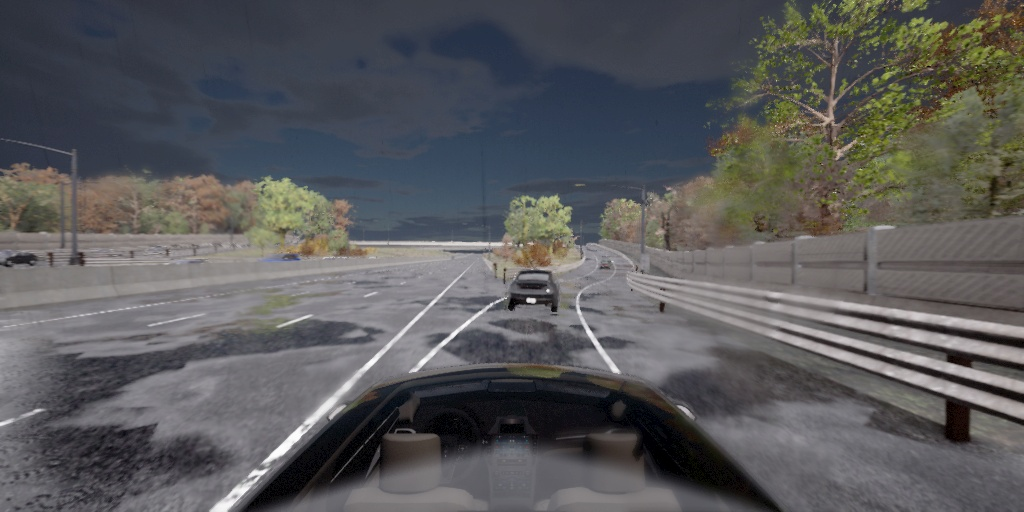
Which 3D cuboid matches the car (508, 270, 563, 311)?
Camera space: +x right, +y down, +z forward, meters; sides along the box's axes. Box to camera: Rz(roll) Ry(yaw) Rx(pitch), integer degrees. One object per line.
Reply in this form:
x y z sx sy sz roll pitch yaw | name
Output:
1.038 1.319 14.813 1.837 1.490 4.892 1 0 9 | car

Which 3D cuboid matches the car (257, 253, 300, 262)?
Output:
-24.661 0.738 38.035 2.150 2.045 5.566 1 0 -5 | car

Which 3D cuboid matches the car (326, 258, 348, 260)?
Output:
-26.077 1.000 55.134 2.128 1.511 4.902 1 0 -4 | car

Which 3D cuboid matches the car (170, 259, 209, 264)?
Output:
-31.425 0.999 34.813 2.033 1.411 5.357 1 0 -5 | car

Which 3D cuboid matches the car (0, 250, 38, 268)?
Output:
-44.670 0.236 31.764 2.128 1.511 4.902 0 1 -29 | car
